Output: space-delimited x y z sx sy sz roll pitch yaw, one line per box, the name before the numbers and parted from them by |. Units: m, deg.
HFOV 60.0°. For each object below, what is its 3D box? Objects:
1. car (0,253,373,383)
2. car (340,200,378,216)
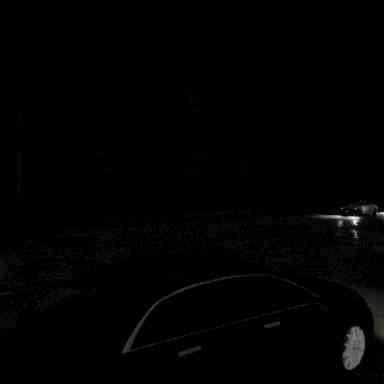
car | 0.243 1.508 3.920 4.892 1.490 1.837 0 0 -35
car | 16.693 1.570 33.090 4.674 1.442 1.812 0 0 -36
